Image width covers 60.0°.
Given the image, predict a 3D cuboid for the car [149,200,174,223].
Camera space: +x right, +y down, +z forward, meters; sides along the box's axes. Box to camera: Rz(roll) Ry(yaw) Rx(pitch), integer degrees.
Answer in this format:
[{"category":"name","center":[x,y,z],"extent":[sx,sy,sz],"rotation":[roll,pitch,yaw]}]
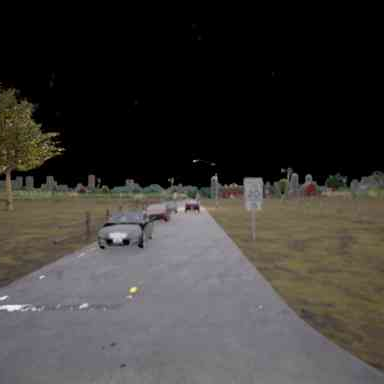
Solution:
[{"category":"car","center":[-2.822,1.686,27.721],"extent":[1.882,1.535,5.008],"rotation":[-1,-1,0]}]

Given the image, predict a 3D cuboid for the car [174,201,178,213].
[{"category":"car","center":[-2.760,1.821,40.916],"extent":[1.837,1.490,4.892],"rotation":[-1,0,0]}]

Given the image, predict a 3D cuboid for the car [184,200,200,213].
[{"category":"car","center":[0.046,1.765,42.230],"extent":[1.882,1.535,5.008],"rotation":[-1,0,0]}]

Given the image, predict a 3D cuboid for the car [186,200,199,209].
[{"category":"car","center":[0.064,1.942,52.653],"extent":[1.994,1.385,4.181],"rotation":[-1,-1,0]}]

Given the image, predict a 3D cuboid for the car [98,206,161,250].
[{"category":"car","center":[-2.846,1.605,15.172],"extent":[2.128,1.511,4.902],"rotation":[-1,0,0]}]
